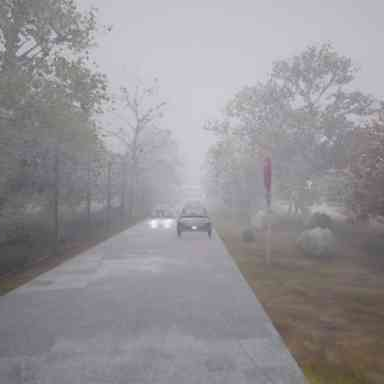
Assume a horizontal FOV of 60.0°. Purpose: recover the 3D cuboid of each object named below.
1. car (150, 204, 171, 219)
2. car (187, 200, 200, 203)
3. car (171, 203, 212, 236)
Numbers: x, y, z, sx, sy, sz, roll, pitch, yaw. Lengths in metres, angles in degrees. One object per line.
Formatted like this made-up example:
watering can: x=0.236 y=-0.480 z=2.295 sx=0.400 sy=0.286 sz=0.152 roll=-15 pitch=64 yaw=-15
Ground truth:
car: x=-2.780 y=1.804 z=31.380 sx=1.994 sy=1.385 sz=4.181 roll=0 pitch=-1 yaw=0
car: x=0.195 y=1.662 z=37.592 sx=2.097 sy=1.767 sz=4.553 roll=0 pitch=-1 yaw=0
car: x=0.124 y=1.596 z=19.105 sx=2.128 sy=1.511 sz=4.902 roll=0 pitch=-1 yaw=0
